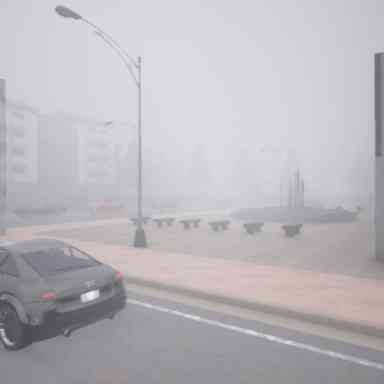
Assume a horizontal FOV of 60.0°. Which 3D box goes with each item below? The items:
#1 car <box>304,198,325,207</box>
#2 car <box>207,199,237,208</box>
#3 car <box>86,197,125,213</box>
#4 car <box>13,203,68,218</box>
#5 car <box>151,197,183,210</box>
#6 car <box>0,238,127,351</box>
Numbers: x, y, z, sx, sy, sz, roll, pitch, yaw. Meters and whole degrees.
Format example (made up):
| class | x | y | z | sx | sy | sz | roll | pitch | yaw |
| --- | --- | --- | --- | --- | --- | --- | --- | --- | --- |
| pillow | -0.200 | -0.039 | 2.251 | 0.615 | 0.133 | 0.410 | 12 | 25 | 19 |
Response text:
| class | x | y | z | sx | sy | sz | roll | pitch | yaw |
| --- | --- | --- | --- | --- | --- | --- | --- | --- | --- |
| car | 17.291 | 1.586 | 49.189 | 4.674 | 1.442 | 1.812 | 0 | 0 | -15 |
| car | 4.654 | 1.714 | 51.821 | 4.718 | 1.301 | 1.895 | 0 | 0 | -28 |
| car | -10.075 | 1.487 | 38.863 | 2.097 | 1.767 | 4.553 | 0 | 0 | 38 |
| car | -14.659 | 1.736 | 32.377 | 1.895 | 1.301 | 4.718 | 0 | 0 | 33 |
| car | -3.461 | 1.481 | 46.050 | 4.553 | 1.767 | 2.097 | 0 | 0 | -40 |
| car | -3.219 | 1.590 | 6.284 | 4.181 | 1.385 | 1.994 | -1 | 0 | 35 |
